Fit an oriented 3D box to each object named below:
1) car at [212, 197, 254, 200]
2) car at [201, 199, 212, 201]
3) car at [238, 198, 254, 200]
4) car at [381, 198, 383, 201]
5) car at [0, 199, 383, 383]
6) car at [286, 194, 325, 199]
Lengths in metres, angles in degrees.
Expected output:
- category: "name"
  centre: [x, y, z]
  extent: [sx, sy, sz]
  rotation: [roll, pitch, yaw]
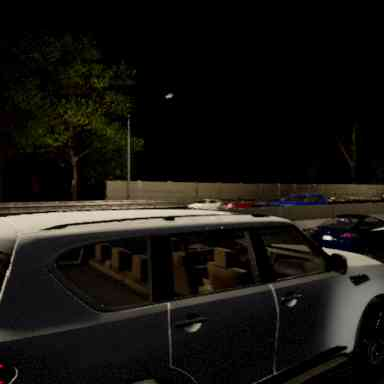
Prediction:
- category: "car"
  centre: [4.632, 1.289, 33.078]
  extent: [4.553, 1.767, 2.097]
  rotation: [0, 0, -35]
- category: "car"
  centre: [1.585, 1.466, 34.823]
  extent: [4.674, 1.442, 1.812]
  rotation: [0, 0, -37]
- category: "car"
  centre: [6.627, 1.501, 30.202]
  extent: [4.181, 1.385, 1.994]
  rotation: [0, 0, -35]
- category: "car"
  centre: [35.283, 1.411, 59.106]
  extent: [4.181, 1.385, 1.994]
  rotation: [0, 0, -35]
- category: "car"
  centre: [0.249, 1.214, 3.945]
  extent: [5.566, 2.045, 2.150]
  rotation: [0, 0, -35]
- category: "car"
  centre: [8.997, 1.158, 27.595]
  extent: [5.566, 2.045, 2.150]
  rotation: [0, 0, -35]
